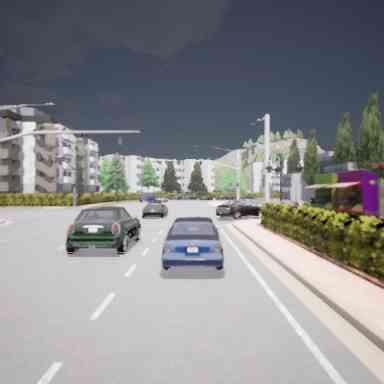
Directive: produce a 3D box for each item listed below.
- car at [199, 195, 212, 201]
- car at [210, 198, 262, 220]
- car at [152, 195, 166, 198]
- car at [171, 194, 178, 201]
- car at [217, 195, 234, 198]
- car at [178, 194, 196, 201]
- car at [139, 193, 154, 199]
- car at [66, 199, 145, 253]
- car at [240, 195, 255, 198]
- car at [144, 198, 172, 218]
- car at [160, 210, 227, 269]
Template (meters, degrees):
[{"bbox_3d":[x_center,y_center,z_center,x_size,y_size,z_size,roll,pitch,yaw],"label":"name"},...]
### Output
[{"bbox_3d":[3.663,1.558,84.412,1.994,1.385,4.181,0,0,35],"label":"car"},{"bbox_3d":[4.267,1.494,28.122,4.902,1.511,2.128,0,-1,-37],"label":"car"},{"bbox_3d":[-6.330,1.600,69.076,1.895,1.301,4.718,0,0,9],"label":"car"},{"bbox_3d":[-3.688,1.358,85.874,2.097,1.767,4.553,0,0,28],"label":"car"},{"bbox_3d":[7.967,1.530,84.409,1.812,1.442,4.674,0,0,38],"label":"car"},{"bbox_3d":[-0.784,1.360,83.916,2.097,1.767,4.553,0,0,28],"label":"car"},{"bbox_3d":[-9.522,1.230,71.002,2.150,2.045,5.566,0,0,12],"label":"car"},{"bbox_3d":[-3.441,1.353,13.753,2.097,1.767,4.553,0,0,0],"label":"car"},{"bbox_3d":[15.082,1.546,91.532,5.357,1.411,2.033,0,0,-36],"label":"car"},{"bbox_3d":[-3.299,1.566,30.521,1.994,1.385,4.181,0,0,2],"label":"car"},{"bbox_3d":[0.041,1.548,11.141,2.033,1.411,5.357,0,0,1],"label":"car"}]
